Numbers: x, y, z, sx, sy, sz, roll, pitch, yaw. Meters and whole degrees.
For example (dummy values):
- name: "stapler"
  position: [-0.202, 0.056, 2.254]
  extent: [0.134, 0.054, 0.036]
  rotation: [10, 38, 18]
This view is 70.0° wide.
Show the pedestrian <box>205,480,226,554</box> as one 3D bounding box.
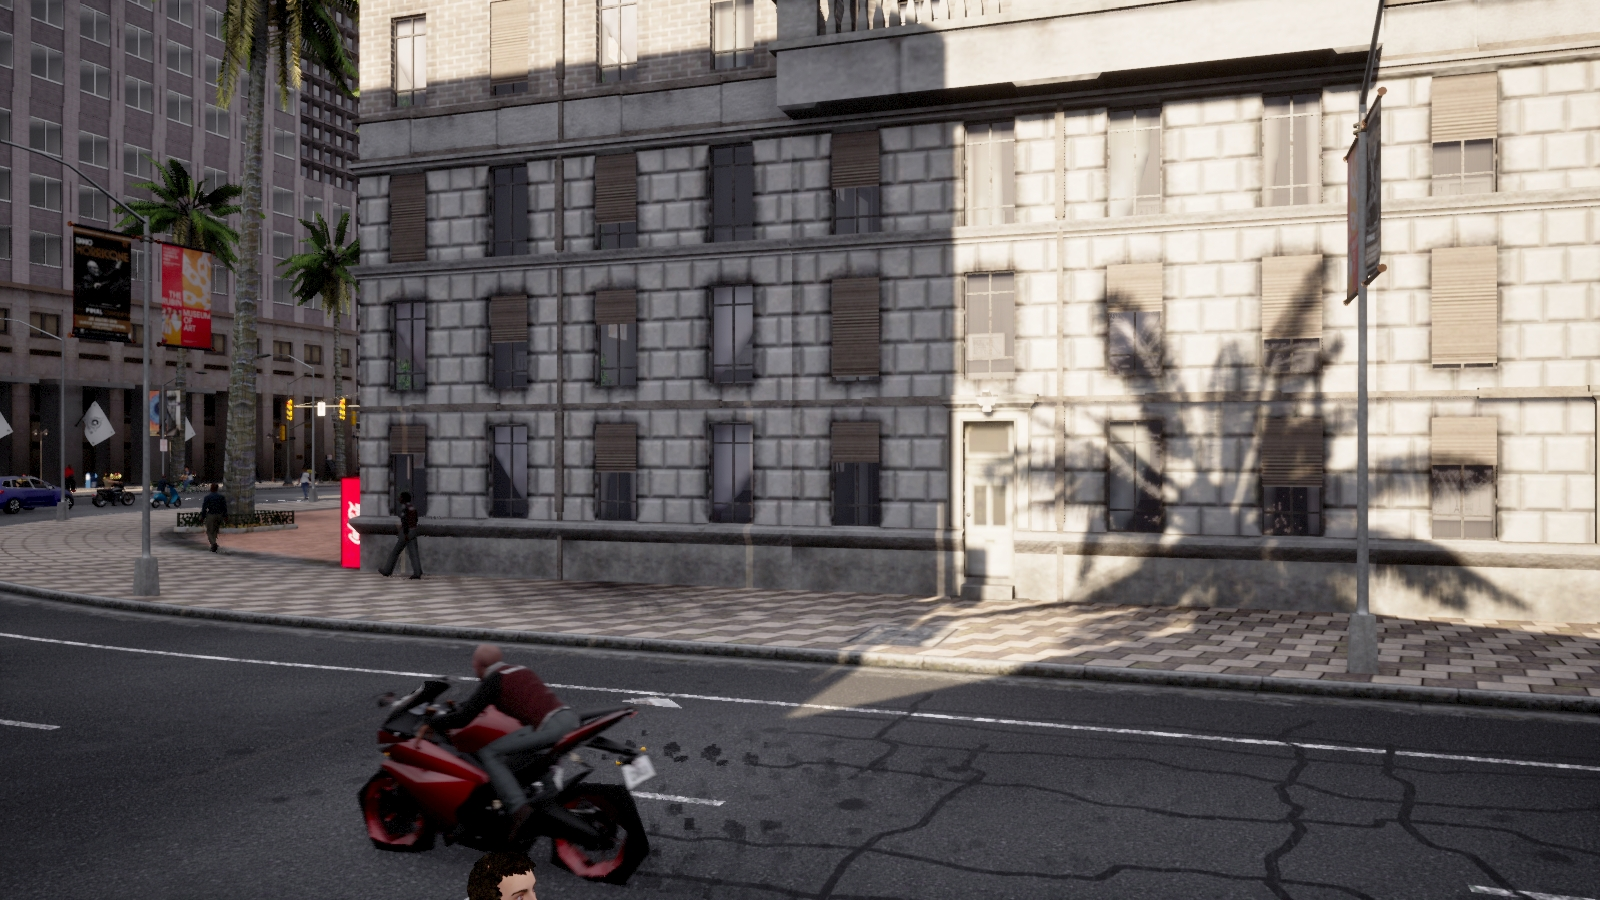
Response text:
- name: "pedestrian"
  position: [-14.870, 1.696, 29.066]
  extent: [0.375, 1.860, 0.375]
  rotation: [0, 0, -43]

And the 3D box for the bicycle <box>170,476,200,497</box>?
- name: "bicycle"
  position: [-36.976, 2.206, 68.703]
  extent: [0.373, 1.196, 1.643]
  rotation: [1, 1, 26]

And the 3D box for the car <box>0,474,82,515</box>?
- name: "car"
  position: [-35.215, 1.968, 51.598]
  extent: [2.242, 1.667, 4.611]
  rotation: [0, 0, 9]

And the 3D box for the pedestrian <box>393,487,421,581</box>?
- name: "pedestrian"
  position: [-7.975, 1.696, 23.181]
  extent: [0.375, 1.860, 0.375]
  rotation: [0, 0, 22]

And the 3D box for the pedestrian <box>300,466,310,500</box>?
- name: "pedestrian"
  position: [-27.484, 1.849, 63.397]
  extent: [0.375, 1.860, 0.375]
  rotation: [0, 0, 37]

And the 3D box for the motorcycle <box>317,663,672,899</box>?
- name: "motorcycle"
  position: [-2.054, 2.205, 7.703]
  extent: [2.209, 1.251, 0.867]
  rotation: [0, 0, 20]

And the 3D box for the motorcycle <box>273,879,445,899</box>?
- name: "motorcycle"
  position: [-1.030, 2.213, 3.640]
  extent: [2.033, 1.145, 0.803]
  rotation: [0, 0, 20]

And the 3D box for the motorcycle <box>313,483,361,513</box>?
- name: "motorcycle"
  position: [-21.134, 2.170, 52.239]
  extent: [0.764, 1.277, 2.356]
  rotation: [0, 0, 16]
